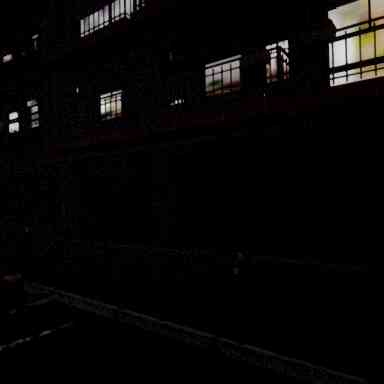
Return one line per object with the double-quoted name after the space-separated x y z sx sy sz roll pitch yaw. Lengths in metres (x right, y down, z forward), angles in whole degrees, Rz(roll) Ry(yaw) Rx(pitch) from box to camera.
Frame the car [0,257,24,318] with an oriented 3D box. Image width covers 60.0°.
-4.957 1.551 6.263 4.507 1.381 1.887 0 -1 35 "car"
